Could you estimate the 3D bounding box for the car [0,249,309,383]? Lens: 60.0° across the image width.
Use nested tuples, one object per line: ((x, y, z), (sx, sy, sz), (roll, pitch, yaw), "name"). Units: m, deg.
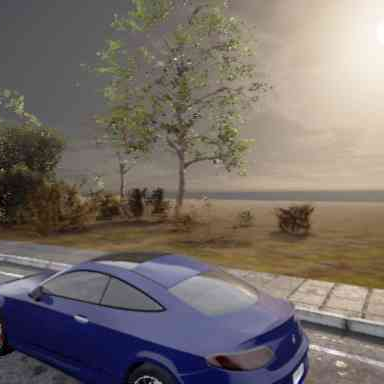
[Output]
((-0.916, 1.519, 4.399), (4.674, 1.442, 1.812), (0, 0, 34), "car")
